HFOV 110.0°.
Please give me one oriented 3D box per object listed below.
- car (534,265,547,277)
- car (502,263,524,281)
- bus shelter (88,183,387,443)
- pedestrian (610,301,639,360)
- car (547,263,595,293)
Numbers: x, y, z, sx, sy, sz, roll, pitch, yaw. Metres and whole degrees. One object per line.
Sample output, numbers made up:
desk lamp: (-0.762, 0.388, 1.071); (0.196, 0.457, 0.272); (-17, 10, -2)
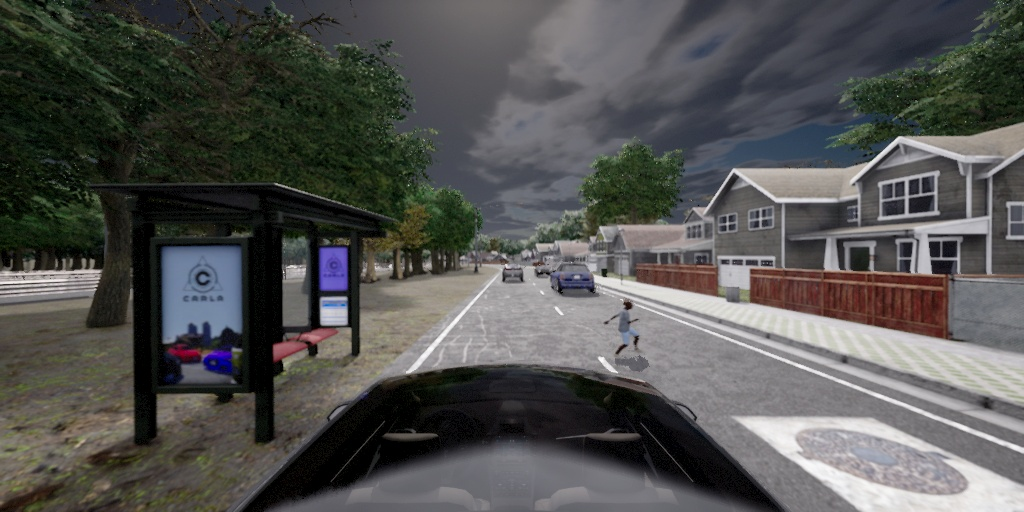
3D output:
car: (3.570, 1.704, 41.319); (1.895, 1.301, 4.718); (0, -1, 0)
car: (0.072, 1.490, 33.368); (2.128, 1.511, 4.902); (0, -1, 0)
bus shelter: (-3.504, 0.630, 5.204); (1.920, 2.740, 3.880); (0, 0, 0)
pedestrian: (2.172, 1.057, 6.922); (0.375, 1.860, 0.375); (1, 0, 10)
car: (3.584, 1.227, 21.907); (2.097, 1.767, 4.553); (0, -1, 0)
